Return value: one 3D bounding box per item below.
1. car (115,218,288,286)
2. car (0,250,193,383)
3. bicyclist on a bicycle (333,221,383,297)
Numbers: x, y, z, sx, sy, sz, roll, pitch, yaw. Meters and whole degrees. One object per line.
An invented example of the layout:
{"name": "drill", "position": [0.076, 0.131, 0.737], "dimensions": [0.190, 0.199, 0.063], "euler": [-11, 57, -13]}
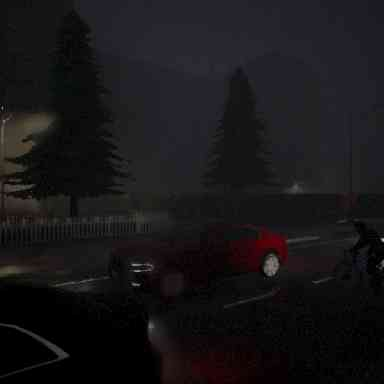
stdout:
{"name": "car", "position": [0.353, 1.477, 8.588], "dimensions": [5.008, 1.535, 1.882], "euler": [0, 0, -36]}
{"name": "car", "position": [-2.523, 1.505, 2.132], "dimensions": [4.892, 1.490, 1.837], "euler": [0, 0, -37]}
{"name": "bicyclist on a bicycle", "position": [3.791, 1.455, 7.153], "dimensions": [0.582, 1.620, 1.656], "euler": [0, -2, -36]}
